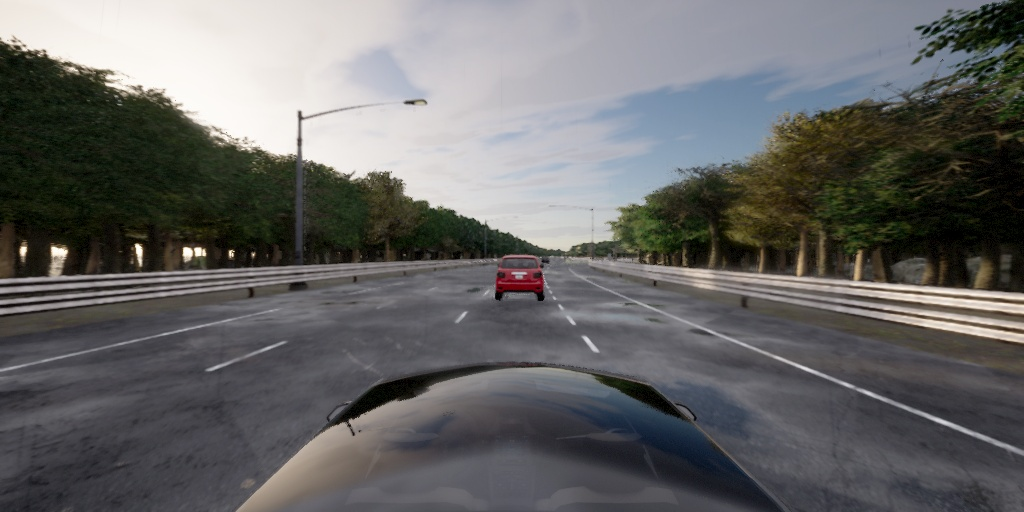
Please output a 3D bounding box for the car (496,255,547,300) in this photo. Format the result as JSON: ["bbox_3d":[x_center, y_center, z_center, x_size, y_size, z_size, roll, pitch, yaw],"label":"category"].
[{"bbox_3d":[0.422,0.981,17.891,2.150,2.045,5.566,0,0,2],"label":"car"}]
